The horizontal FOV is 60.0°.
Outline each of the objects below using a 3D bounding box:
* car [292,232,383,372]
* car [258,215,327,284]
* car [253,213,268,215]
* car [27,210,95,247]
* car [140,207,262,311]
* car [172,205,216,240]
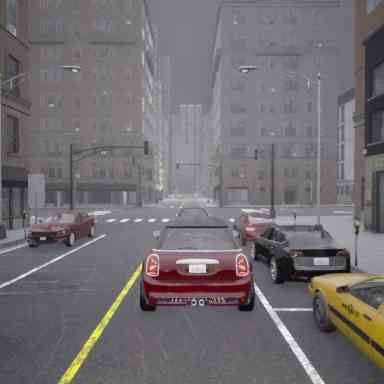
[{"bbox_3d":[2.859,1.524,3.985,1.752,1.417,4.829,-1,0,0],"label":"car"},{"bbox_3d":[2.850,1.562,9.401,1.947,1.339,4.313,-1,0,0],"label":"car"},{"bbox_3d":[2.841,1.576,14.987,1.802,1.307,4.206,-1,0,0],"label":"car"},{"bbox_3d":[-5.705,1.539,14.969,1.887,1.381,4.507,-1,0,0],"label":"car"},{"bbox_3d":[0.087,1.349,7.905,2.097,1.767,4.553,0,0,0],"label":"car"},{"bbox_3d":[0.066,1.541,18.144,2.033,1.411,5.357,0,0,0],"label":"car"}]
